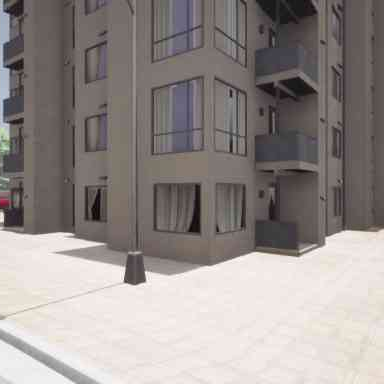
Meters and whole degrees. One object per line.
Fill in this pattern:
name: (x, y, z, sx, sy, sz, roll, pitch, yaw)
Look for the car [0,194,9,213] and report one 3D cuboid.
car: (-20.950, 1.221, 36.841, 2.150, 2.045, 5.566, 0, 0, 15)
